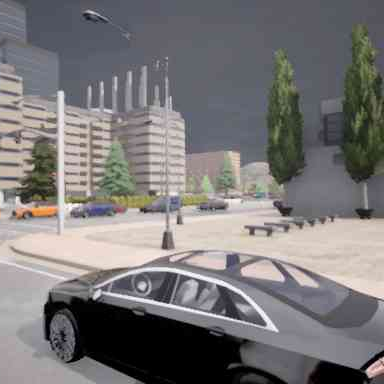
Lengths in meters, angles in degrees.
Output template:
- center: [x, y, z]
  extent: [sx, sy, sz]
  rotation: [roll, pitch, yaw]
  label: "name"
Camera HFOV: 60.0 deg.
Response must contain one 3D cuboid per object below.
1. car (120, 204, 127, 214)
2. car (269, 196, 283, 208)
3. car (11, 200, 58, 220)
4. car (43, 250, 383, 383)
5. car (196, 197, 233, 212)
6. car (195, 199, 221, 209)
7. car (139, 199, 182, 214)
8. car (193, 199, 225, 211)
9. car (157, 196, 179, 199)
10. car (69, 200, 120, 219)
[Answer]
- center: [-9.757, 1.953, 39.530]
  extent: [1.994, 1.385, 4.181]
  rotation: [-1, -1, 40]
  label: "car"
- center: [14.431, 1.767, 52.147]
  extent: [1.882, 1.535, 5.008]
  rotation: [-1, -1, 39]
  label: "car"
- center: [-15.284, 1.734, 32.908]
  extent: [2.097, 1.767, 4.553]
  rotation: [-1, -1, 41]
  label: "car"
- center: [-0.009, 1.525, 4.267]
  extent: [4.902, 1.511, 2.128]
  rotation: [-1, -1, 37]
  label: "car"
- center: [2.959, 1.809, 43.683]
  extent: [2.128, 1.511, 4.902]
  rotation: [-1, -1, 39]
  label: "car"
- center: [2.718, 1.931, 54.693]
  extent: [1.812, 1.442, 4.674]
  rotation: [-1, -1, 40]
  label: "car"
- center: [-4.028, 1.901, 41.001]
  extent: [2.033, 1.411, 5.357]
  rotation: [-1, -1, 39]
  label: "car"
- center: [2.573, 1.854, 49.026]
  extent: [2.128, 1.511, 4.902]
  rotation: [-1, -1, 40]
  label: "car"
- center: [-3.793, 1.618, 46.803]
  extent: [2.150, 2.045, 5.566]
  rotation: [-1, -1, 39]
  label: "car"
- center: [-10.041, 1.697, 33.678]
  extent: [2.097, 1.767, 4.553]
  rotation: [-1, -1, 39]
  label: "car"
